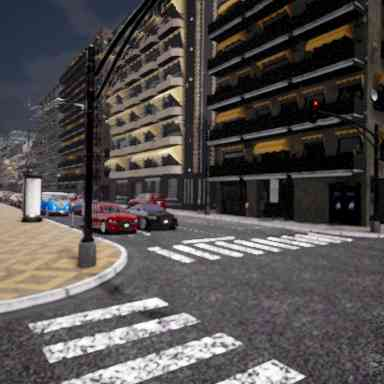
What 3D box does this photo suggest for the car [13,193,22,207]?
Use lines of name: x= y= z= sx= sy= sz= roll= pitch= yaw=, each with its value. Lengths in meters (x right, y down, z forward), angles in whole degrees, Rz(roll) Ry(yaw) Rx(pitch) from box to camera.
car: x=-17.672 y=0.966 z=35.943 sx=1.887 sy=1.381 sz=4.507 roll=2 pitch=-1 yaw=-36

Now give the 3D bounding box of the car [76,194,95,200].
car: x=-8.796 y=1.198 z=28.073 sx=2.033 sy=1.411 sz=5.357 roll=1 pitch=0 yaw=-36

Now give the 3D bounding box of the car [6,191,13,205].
car: x=-20.887 y=0.861 z=40.388 sx=1.752 sy=1.417 sz=4.829 roll=2 pitch=-1 yaw=-36

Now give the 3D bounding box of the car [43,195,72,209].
car: x=-14.748 y=1.056 z=36.329 sx=1.994 sy=1.385 sz=4.181 roll=1 pitch=0 yaw=-35

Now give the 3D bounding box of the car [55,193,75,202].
car: x=-20.837 y=0.880 z=54.610 sx=1.947 sy=1.339 sz=4.313 roll=2 pitch=-1 yaw=-36

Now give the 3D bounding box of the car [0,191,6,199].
car: x=-34.251 y=0.524 z=58.857 sx=1.887 sy=1.381 sz=4.507 roll=2 pitch=-1 yaw=-36

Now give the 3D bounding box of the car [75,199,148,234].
car: x=-4.409 y=1.320 z=17.611 sx=1.887 sy=1.381 sz=4.507 roll=2 pitch=-1 yaw=-36

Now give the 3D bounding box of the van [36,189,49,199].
van: x=-30.776 y=0.391 z=68.360 sx=1.690 sy=1.788 sz=3.998 roll=2 pitch=-1 yaw=-36

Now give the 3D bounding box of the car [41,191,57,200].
car: x=-27.567 y=0.660 z=63.914 sx=1.752 sy=1.417 sz=4.829 roll=2 pitch=-1 yaw=-36

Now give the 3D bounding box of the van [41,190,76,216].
van: x=-11.033 y=0.939 z=26.778 sx=1.690 sy=1.788 sz=3.998 roll=2 pitch=-1 yaw=-36

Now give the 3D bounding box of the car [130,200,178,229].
car: x=-2.551 y=1.381 z=19.440 sx=1.994 sy=1.385 sz=4.181 roll=1 pitch=0 yaw=-36

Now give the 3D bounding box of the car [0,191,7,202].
car: x=-27.615 y=0.596 z=49.692 sx=1.967 sy=1.590 sz=4.097 roll=2 pitch=-1 yaw=-36

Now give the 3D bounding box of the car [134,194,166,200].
car: x=-4.249 y=1.071 z=31.697 sx=2.192 sy=1.841 sz=5.009 roll=2 pitch=-1 yaw=-36
